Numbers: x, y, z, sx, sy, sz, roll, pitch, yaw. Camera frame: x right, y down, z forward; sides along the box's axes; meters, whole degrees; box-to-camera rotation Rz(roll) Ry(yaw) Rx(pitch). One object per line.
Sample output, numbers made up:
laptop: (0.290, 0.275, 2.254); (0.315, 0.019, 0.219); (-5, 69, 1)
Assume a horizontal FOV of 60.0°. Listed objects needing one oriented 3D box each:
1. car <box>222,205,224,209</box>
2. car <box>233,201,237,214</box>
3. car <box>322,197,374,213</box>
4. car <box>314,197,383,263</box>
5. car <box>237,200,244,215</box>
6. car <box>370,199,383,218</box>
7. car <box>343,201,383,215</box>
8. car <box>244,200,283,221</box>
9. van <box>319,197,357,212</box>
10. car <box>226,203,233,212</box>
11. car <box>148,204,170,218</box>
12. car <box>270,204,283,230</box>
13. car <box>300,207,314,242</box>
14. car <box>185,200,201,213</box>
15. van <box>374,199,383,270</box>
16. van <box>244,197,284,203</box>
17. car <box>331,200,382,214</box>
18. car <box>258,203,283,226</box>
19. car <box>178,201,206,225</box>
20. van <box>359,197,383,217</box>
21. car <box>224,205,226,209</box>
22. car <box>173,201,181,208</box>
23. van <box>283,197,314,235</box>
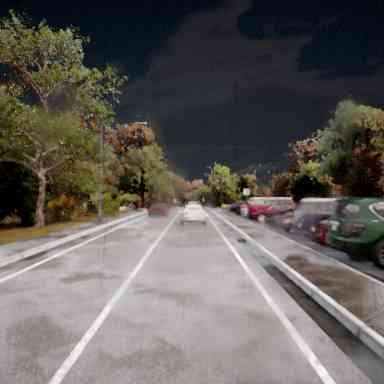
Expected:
car: (7.133, 1.935, 46.396); (4.892, 1.521, 2.231); (0, -1, 0)
car: (7.137, 1.793, 35.300); (4.792, 1.488, 2.163); (0, -1, 0)
car: (20.230, 1.624, 43.383); (5.566, 2.045, 2.435); (0, -1, 0)
car: (7.092, 1.202, 10.336); (5.566, 2.045, 2.435); (0, 0, 0)
car: (7.106, 1.768, 32.524); (4.674, 1.452, 2.002); (0, -1, 0)
car: (20.151, 1.598, 32.305); (4.553, 1.767, 2.185); (0, -1, 0)
car: (20.186, 1.797, 37.843); (4.892, 1.521, 2.231); (0, -1, 0)
car: (7.099, 1.655, 26.972); (5.008, 1.535, 2.097); (0, -1, 0)
van: (20.325, 1.705, 46.274); (4.442, 1.987, 1.878); (0, -1, 0)
car: (7.084, 1.549, 38.080); (5.566, 2.045, 2.435); (0, -1, 0)
car: (-3.319, 1.860, 33.857); (1.895, 1.301, 4.718); (0, -1, 0)
car: (7.081, 1.587, 18.644); (4.674, 1.452, 2.002); (0, -1, 0)
car: (7.098, 1.504, 13.086); (4.792, 1.488, 2.163); (0, 0, 0)
car: (0.140, 1.880, 42.866); (1.882, 1.535, 5.008); (0, -1, 0)
van: (6.942, 1.236, 7.560); (4.442, 1.987, 1.878); (0, 0, 0)
van: (7.215, 1.466, 29.752); (4.442, 1.987, 1.878); (0, -1, 0)
car: (20.012, 1.831, 40.611); (5.366, 1.575, 1.946); (0, -1, 0)
car: (7.053, 1.612, 21.422); (4.792, 1.488, 2.163); (0, -1, 0)
car: (0.118, 1.677, 25.370); (1.812, 1.442, 4.674); (0, -1, 0)
van: (20.304, 1.534, 35.076); (4.442, 1.987, 1.878); (0, -1, 0)
car: (7.129, 1.882, 43.624); (5.008, 1.535, 2.097); (0, -1, 0)
car: (-3.172, 2.793, 74.387); (1.882, 1.535, 5.008); (0, -2, 0)
van: (6.957, 1.285, 15.872); (4.442, 1.987, 1.878); (0, -1, 0)
